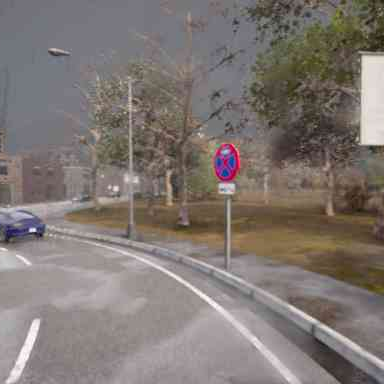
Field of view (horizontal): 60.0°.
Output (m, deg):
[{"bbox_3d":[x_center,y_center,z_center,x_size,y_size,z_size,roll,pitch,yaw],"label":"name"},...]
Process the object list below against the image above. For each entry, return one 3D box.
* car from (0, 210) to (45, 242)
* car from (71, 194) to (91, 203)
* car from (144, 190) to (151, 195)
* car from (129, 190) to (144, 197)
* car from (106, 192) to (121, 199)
[{"bbox_3d":[-9.266,1.640,16.986,4.674,1.442,1.812,-1,0,38],"label":"car"},{"bbox_3d":[-19.362,1.133,58.336,2.128,1.511,4.902,-1,1,8],"label":"car"},{"bbox_3d":[-12.210,0.122,89.072,2.128,1.511,4.902,-1,1,7],"label":"car"},{"bbox_3d":[-13.458,0.569,79.150,1.994,1.385,4.181,-1,1,7],"label":"car"},{"bbox_3d":[-17.387,0.695,73.941,1.882,1.535,5.008,-1,1,7],"label":"car"}]
